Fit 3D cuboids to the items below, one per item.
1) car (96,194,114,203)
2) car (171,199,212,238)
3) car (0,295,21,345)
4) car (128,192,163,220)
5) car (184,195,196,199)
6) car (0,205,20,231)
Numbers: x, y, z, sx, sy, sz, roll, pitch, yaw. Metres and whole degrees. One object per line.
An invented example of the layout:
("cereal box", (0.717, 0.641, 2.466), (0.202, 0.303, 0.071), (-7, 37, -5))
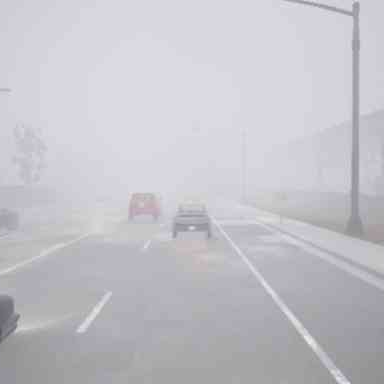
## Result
("car", (-14.429, 1.080, 55.348), (2.033, 1.411, 5.357), (0, 1, 0))
("car", (-0.018, 1.351, 16.920), (2.128, 1.511, 4.902), (0, 0, 0))
("car", (-3.319, 1.554, 2.287), (2.033, 1.411, 5.357), (0, 0, -2))
("car", (-3.593, 1.030, 26.246), (2.150, 2.045, 5.566), (0, 0, 0))
("car", (-0.172, 1.132, 36.175), (1.801, 1.575, 5.366), (0, 1, 0))
("car", (-10.712, 1.434, 17.024), (2.128, 1.511, 4.902), (0, 0, 0))
